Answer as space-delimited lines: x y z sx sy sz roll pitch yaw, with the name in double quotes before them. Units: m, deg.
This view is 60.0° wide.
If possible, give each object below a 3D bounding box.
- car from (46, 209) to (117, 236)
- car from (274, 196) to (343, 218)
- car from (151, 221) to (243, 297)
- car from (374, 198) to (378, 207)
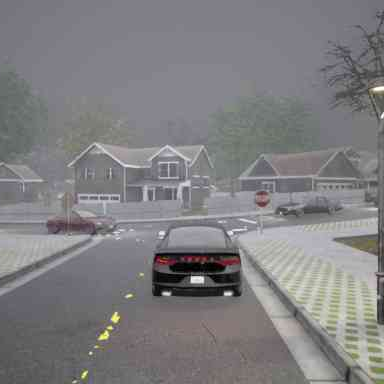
"car" -6.697 1.775 19.974 4.674 1.442 1.812 -2 0 26
"car" 8.946 1.061 25.360 5.357 1.411 2.033 -3 2 -23
"car" 0.109 1.475 8.629 1.882 1.535 5.008 0 0 0
"car" 18.260 0.669 29.625 4.181 1.385 1.994 -2 2 -25
